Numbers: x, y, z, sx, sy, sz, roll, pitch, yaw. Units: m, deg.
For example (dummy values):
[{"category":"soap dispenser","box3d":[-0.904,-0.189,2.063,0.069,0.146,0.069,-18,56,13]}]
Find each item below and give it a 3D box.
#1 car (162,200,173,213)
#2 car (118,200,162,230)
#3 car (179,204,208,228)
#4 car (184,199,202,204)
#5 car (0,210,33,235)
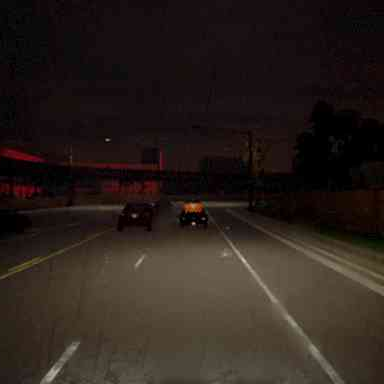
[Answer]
[{"category":"car","box3d":[-3.369,1.694,39.542,1.882,1.535,5.008,0,0,1]},{"category":"car","box3d":[-3.460,1.488,22.168,2.097,1.767,4.553,0,0,1]},{"category":"car","box3d":[0.108,1.744,23.434,1.895,1.301,4.718,0,0,0]},{"category":"car","box3d":[0.124,1.561,38.305,2.097,1.767,4.553,0,0,0]},{"category":"car","box3d":[-10.544,1.664,17.711,2.033,1.411,5.357,0,0,1]}]
